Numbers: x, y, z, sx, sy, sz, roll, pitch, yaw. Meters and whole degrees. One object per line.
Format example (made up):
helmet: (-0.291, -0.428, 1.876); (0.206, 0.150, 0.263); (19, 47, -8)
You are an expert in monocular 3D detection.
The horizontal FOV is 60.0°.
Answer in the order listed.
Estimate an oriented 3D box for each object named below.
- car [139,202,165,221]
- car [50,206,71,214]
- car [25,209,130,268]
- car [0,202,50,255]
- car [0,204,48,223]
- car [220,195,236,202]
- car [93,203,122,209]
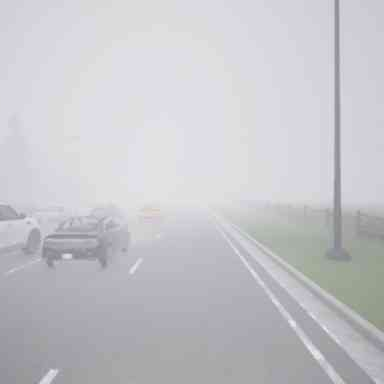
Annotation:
car: (-3.402, 1.642, 28.861); (1.882, 1.535, 5.008); (0, 0, 0)
car: (-10.401, 1.748, 25.725); (1.895, 1.301, 4.718); (0, 0, 0)
car: (-3.401, 1.558, 11.501); (2.128, 1.511, 4.902); (0, 0, 0)
car: (-6.900, 1.282, 10.591); (2.150, 2.045, 5.566); (0, 0, 0)
car: (-13.902, 1.723, 27.804); (1.994, 1.385, 4.181); (0, 0, 0)
car: (8.917, 1.679, 82.087); (3.866, 1.878, 1.905); (0, 0, 0)
car: (-6.902, 1.647, 27.282); (2.128, 1.511, 4.902); (0, 0, 0)
